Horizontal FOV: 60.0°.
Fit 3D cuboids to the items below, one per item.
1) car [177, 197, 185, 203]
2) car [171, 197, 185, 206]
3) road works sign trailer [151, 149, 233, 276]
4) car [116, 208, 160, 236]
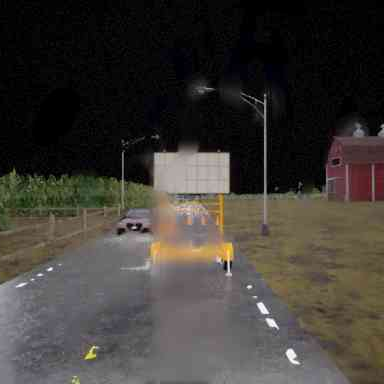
[{"bbox_3d":[-2.878,2.155,87.479,1.837,1.490,4.892,0,-1,0],"label":"car"},{"bbox_3d":[-2.903,1.764,61.197,2.128,1.511,4.902,0,-1,0],"label":"car"},{"bbox_3d":[-0.009,0.477,10.395,2.380,3.560,2.880,0,0,0],"label":"road works sign trailer"},{"bbox_3d":[-2.876,1.594,18.542,1.994,1.385,4.181,0,0,0],"label":"car"}]
